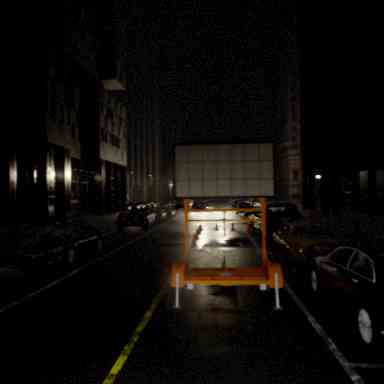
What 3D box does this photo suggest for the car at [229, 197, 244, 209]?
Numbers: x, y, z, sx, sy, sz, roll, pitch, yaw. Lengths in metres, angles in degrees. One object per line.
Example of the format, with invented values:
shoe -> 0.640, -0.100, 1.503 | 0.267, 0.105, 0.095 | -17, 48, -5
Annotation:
car -> 7.429, 1.871, 56.262 | 2.192, 1.841, 5.009 | -1, -1, 5

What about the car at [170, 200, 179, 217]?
car -> -2.857, 1.889, 34.603 | 1.967, 1.590, 4.097 | -1, -1, 5

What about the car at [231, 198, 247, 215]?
car -> 6.088, 1.817, 39.510 | 1.967, 1.590, 4.097 | -1, -1, 5

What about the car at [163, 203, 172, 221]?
car -> -3.302, 1.956, 29.018 | 1.947, 1.339, 4.313 | -1, -1, 5

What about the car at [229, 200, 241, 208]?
car -> 7.881, 2.166, 61.843 | 2.008, 1.369, 4.403 | -1, -1, 5

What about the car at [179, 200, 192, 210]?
car -> -1.078, 2.211, 56.769 | 1.752, 1.417, 4.829 | -1, -1, 5

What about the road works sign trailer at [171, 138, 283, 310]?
road works sign trailer -> 0.781, 0.548, 8.034 | 2.380, 3.560, 2.880 | -1, -1, 5

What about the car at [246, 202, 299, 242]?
car -> 4.295, 1.455, 17.178 | 2.192, 1.841, 5.009 | -1, -1, 5

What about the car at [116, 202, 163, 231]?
car -> -3.755, 1.646, 23.438 | 2.192, 1.841, 5.009 | -1, -1, 5

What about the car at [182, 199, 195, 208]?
car -> -0.618, 2.187, 62.523 | 1.967, 1.590, 4.097 | -1, -1, 5

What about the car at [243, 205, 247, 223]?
car -> 4.748, 1.781, 22.758 | 1.802, 1.307, 4.206 | -1, -1, 5

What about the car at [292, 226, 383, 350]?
car -> 3.404, 1.573, 6.008 | 2.008, 1.369, 4.403 | -1, -1, 5

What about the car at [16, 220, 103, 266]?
car -> -4.646, 1.764, 12.267 | 2.008, 1.369, 4.403 | -1, -1, 5

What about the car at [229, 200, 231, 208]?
car -> 6.984, 1.936, 50.676 | 1.967, 1.590, 4.097 | -1, -1, 5

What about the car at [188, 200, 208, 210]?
car -> 0.975, 2.079, 48.141 | 1.812, 1.442, 4.674 | -1, -1, 5

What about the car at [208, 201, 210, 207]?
car -> 2.520, 2.324, 67.034 | 1.994, 1.385, 4.181 | -1, -1, 5

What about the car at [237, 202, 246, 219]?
car -> 5.195, 1.824, 28.341 | 1.947, 1.339, 4.313 | -1, -1, 5

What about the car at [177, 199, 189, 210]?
car -> -1.516, 1.943, 51.357 | 2.192, 1.841, 5.009 | -1, -1, 5

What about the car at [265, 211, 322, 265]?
car -> 3.865, 1.608, 11.760 | 1.752, 1.417, 4.829 | -1, -1, 5
